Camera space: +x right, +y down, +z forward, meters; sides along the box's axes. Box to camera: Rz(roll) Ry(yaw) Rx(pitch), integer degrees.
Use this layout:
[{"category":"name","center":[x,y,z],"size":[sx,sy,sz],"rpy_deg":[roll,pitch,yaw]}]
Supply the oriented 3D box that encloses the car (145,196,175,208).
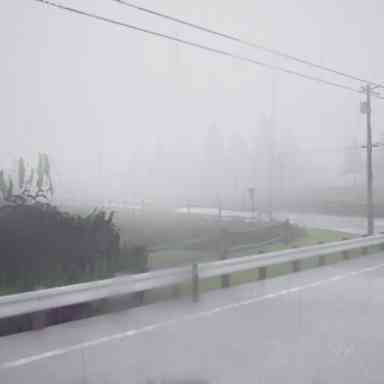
[{"category":"car","center":[-3.893,1.266,38.946],"size":[2.097,1.767,4.553],"rpy_deg":[-2,1,-38]}]
